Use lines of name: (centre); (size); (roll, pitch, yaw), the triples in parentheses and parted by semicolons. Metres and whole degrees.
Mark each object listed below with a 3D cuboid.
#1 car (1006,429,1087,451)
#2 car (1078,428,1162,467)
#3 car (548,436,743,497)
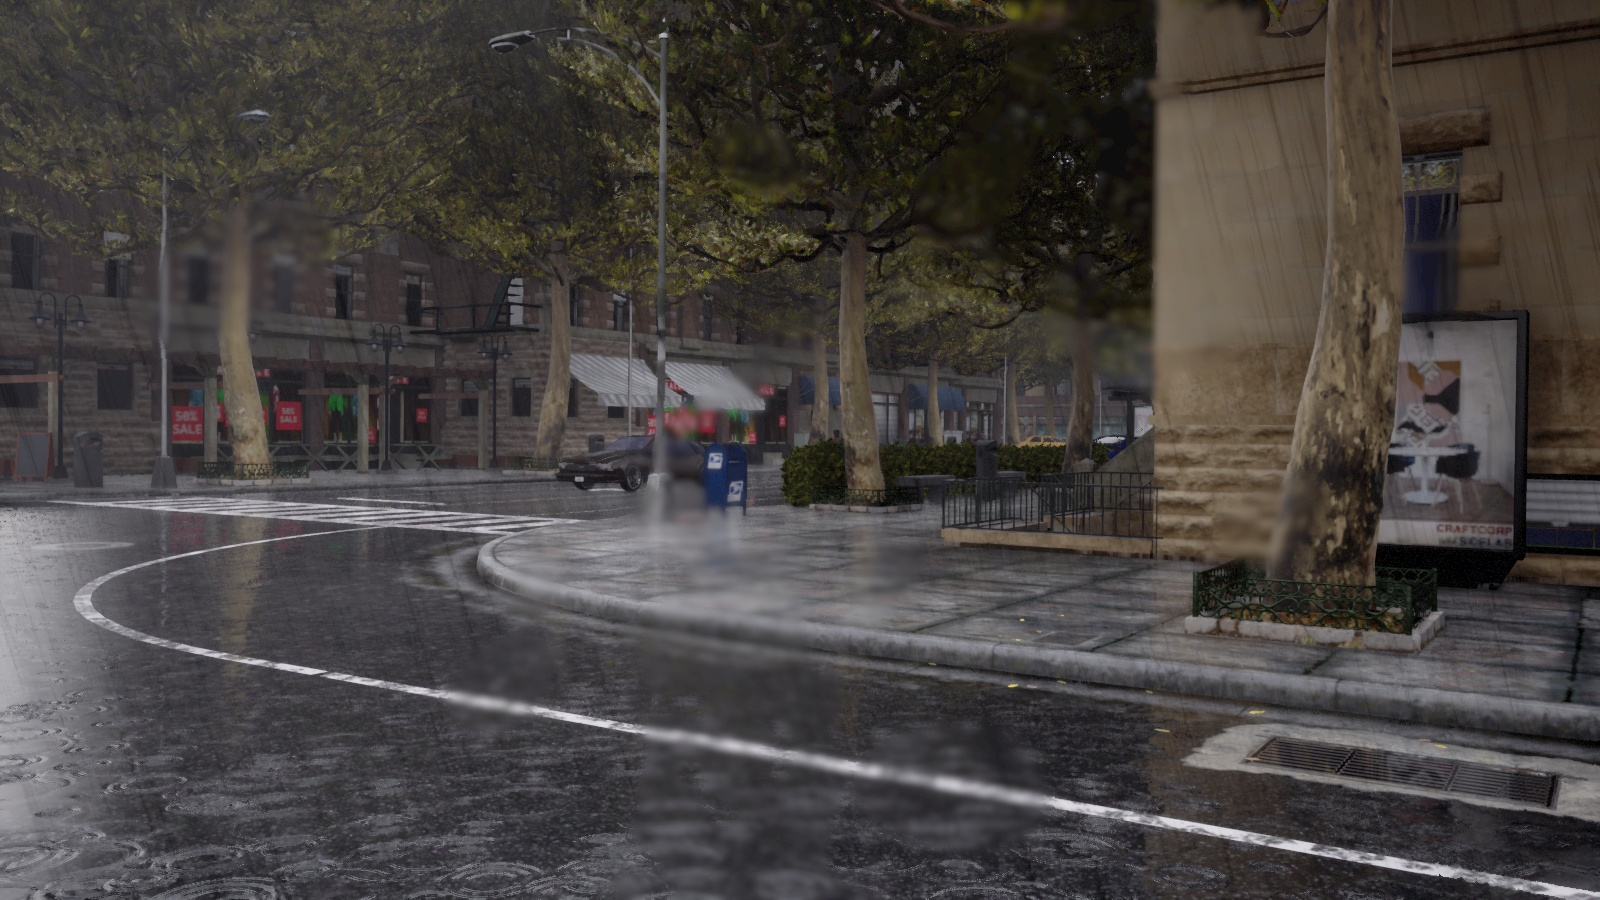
car: (17.662, -0.719, 90.086); (5.366, 1.575, 1.801); (0, 1, 32)
car: (13.524, -0.135, 52.879); (1.882, 1.535, 5.008); (0, 1, 33)
car: (-3.879, 0.368, 32.640); (2.033, 1.411, 5.357); (0, 1, 33)
